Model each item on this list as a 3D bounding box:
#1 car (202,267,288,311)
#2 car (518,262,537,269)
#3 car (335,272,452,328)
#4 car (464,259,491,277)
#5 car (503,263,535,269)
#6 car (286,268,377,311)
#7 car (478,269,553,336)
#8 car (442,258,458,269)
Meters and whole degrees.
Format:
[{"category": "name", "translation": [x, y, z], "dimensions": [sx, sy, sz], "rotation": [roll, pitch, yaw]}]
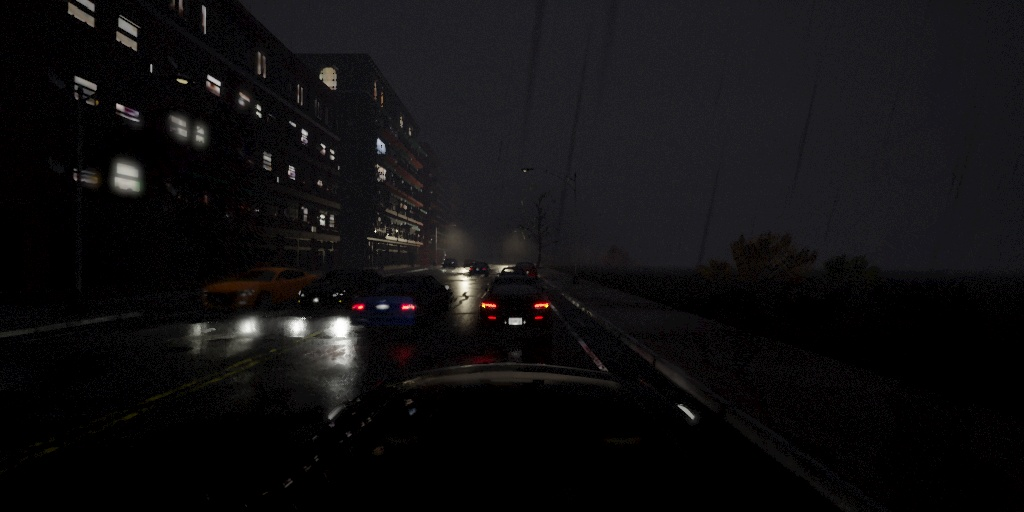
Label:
[{"category": "car", "translation": [-9.882, 1.227, 14.598], "dimensions": [1.882, 1.535, 5.008], "rotation": [0, 0, 0]}, {"category": "car", "translation": [1.068, 1.227, 29.919], "dimensions": [1.882, 1.535, 5.008], "rotation": [0, 0, 0]}, {"category": "car", "translation": [-3.177, 1.297, 11.287], "dimensions": [2.033, 1.411, 5.357], "rotation": [0, 0, 0]}, {"category": "car", "translation": [-3.234, 1.295, 36.103], "dimensions": [2.033, 1.411, 5.357], "rotation": [0, 0, 0]}, {"category": "car", "translation": [0.055, 1.314, 20.391], "dimensions": [1.994, 1.385, 4.181], "rotation": [0, 0, 0]}, {"category": "car", "translation": [-6.633, 1.255, 14.546], "dimensions": [1.837, 1.490, 4.892], "rotation": [0, 0, 0]}, {"category": "car", "translation": [0.071, 1.276, 10.224], "dimensions": [1.812, 1.442, 4.674], "rotation": [0, 0, 0]}, {"category": "car", "translation": [-9.973, 1.094, 57.788], "dimensions": [2.097, 1.767, 4.553], "rotation": [0, 0, 0]}]
